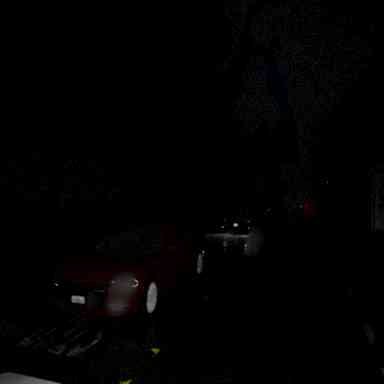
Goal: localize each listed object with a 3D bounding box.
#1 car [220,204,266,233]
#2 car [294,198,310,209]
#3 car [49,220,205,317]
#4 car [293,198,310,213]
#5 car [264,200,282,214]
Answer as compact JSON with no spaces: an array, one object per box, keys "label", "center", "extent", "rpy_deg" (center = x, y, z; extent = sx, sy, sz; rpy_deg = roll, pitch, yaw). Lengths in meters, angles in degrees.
[{"label":"car","center":[3.019,1.619,20.014],"extent":[1.994,1.385,4.181],"rpy_deg":[0,0,19]},{"label":"car","center":[15.423,1.577,46.635],"extent":[1.994,1.385,4.181],"rpy_deg":[0,0,19]},{"label":"car","center":[-1.116,1.499,7.856],"extent":[1.882,1.535,5.008],"rpy_deg":[0,0,18]},{"label":"car","center":[12.409,1.598,37.679],"extent":[2.033,1.411,5.357],"rpy_deg":[0,0,19]},{"label":"car","center":[9.034,1.596,37.364],"extent":[2.033,1.411,5.357],"rpy_deg":[1,0,19]}]
